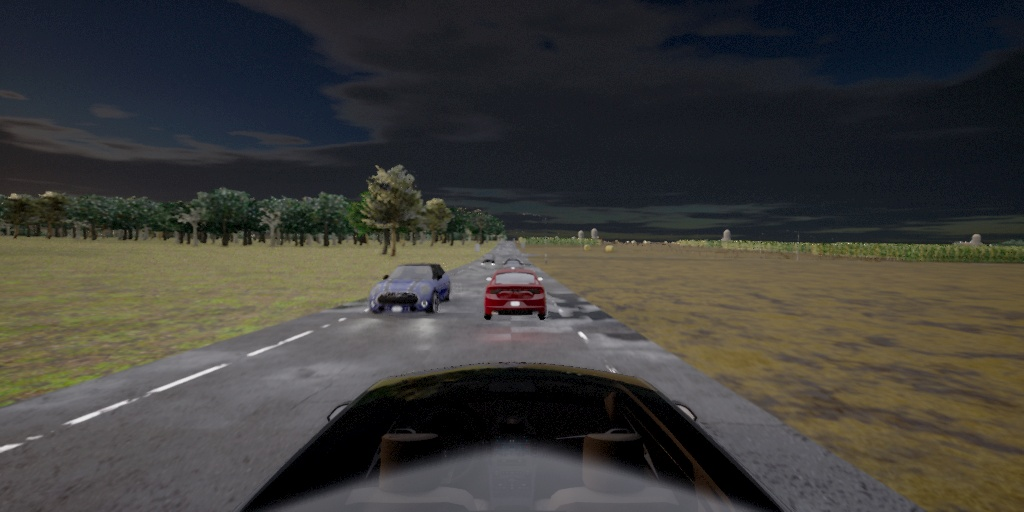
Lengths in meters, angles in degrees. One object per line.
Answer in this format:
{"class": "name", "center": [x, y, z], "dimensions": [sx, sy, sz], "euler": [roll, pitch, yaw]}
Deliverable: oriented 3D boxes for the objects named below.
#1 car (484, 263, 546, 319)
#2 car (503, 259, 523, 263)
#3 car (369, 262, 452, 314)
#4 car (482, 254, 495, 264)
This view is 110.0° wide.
{"class": "car", "center": [0.094, 1.185, 12.670], "dimensions": [1.882, 1.535, 5.008], "euler": [0, 0, 0]}
{"class": "car", "center": [0.087, 0.988, 33.487], "dimensions": [1.994, 1.385, 4.181], "euler": [0, 1, 0]}
{"class": "car", "center": [-3.605, 1.054, 13.479], "dimensions": [2.097, 1.767, 4.553], "euler": [0, 0, 0]}
{"class": "car", "center": [-3.580, 0.413, 55.590], "dimensions": [1.837, 1.490, 4.892], "euler": [0, 2, 0]}
